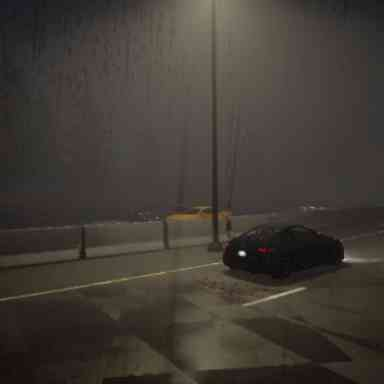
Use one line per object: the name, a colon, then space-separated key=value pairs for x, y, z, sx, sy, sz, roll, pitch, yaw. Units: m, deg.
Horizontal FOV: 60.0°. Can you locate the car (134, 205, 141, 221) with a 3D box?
car: x=-2.262 y=1.939 z=29.037 sx=4.718 sy=1.301 sz=1.895 roll=0 pitch=-1 yaw=-41

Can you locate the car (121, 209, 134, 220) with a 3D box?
car: x=-4.459 y=1.910 z=31.773 sx=4.674 sy=1.442 sz=1.812 roll=0 pitch=-1 yaw=-41

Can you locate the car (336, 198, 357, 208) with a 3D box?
car: x=26.061 y=1.771 z=55.543 sx=2.097 sy=1.767 sz=4.553 roll=-1 pitch=-1 yaw=35

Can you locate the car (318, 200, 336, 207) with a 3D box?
car: x=24.598 y=2.060 z=59.618 sx=1.895 sy=1.301 sz=4.718 roll=-1 pitch=-1 yaw=34

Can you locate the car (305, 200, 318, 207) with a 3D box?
car: x=22.992 y=2.109 z=63.574 sx=1.895 sy=1.301 sz=4.718 roll=-1 pitch=-1 yaw=33

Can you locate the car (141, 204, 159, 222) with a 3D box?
car: x=-1.129 y=1.796 z=25.419 sx=4.892 sy=1.490 sz=1.837 roll=1 pitch=-1 yaw=-41

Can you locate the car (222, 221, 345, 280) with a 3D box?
car: x=2.937 y=1.659 z=10.354 sx=4.181 sy=1.385 sz=1.994 roll=0 pitch=-1 yaw=-38

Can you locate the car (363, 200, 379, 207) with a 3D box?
car: x=28.659 y=1.927 z=53.143 sx=1.994 sy=1.385 sz=4.181 roll=-1 pitch=-1 yaw=35

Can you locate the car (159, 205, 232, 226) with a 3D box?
car: x=0.561 y=1.720 z=22.265 sx=5.008 sy=1.535 sz=1.882 roll=0 pitch=-1 yaw=-40
